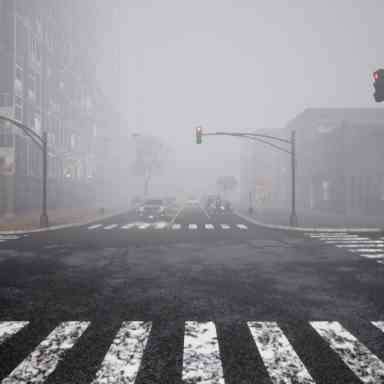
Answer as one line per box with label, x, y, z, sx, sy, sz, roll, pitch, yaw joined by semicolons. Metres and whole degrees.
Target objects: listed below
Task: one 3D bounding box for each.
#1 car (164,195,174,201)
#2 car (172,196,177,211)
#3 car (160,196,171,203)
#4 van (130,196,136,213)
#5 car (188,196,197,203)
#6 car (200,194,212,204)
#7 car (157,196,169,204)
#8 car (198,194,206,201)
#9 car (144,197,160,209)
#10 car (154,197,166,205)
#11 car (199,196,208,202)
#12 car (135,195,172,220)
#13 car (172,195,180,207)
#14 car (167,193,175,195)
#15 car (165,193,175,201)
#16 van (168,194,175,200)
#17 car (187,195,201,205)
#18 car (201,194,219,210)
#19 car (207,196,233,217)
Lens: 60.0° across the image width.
car;-5.686;1.556;81.990;2.008;1.369;4.403;1;0;0
car;-3.104;1.552;37.581;2.033;1.411;5.357;0;0;0
car;-5.685;1.571;70.643;1.947;1.339;4.313;1;0;0
van;-5.677;1.345;36.599;1.690;1.788;3.998;1;0;0
car;0.089;1.531;69.838;1.812;1.442;4.674;0;0;0
car;2.700;1.320;65.009;2.192;1.841;5.009;1;0;0
car;-5.685;1.571;64.969;1.947;1.339;4.313;1;0;0
car;2.695;1.446;87.704;1.967;1.590;4.097;1;0;0
car;-5.682;1.530;47.777;1.752;1.417;4.829;1;0;0
car;-5.684;1.587;59.295;1.802;1.307;4.206;1;0;0
car;2.694;1.571;76.357;1.947;1.339;4.313;1;0;0
car;-3.136;1.356;28.108;2.097;1.767;4.553;0;0;1
car;-3.100;1.530;47.600;1.812;1.442;4.674;0;0;0
car;-3.061;1.483;57.727;1.882;1.535;5.008;0;0;0
car;-5.682;1.321;87.665;2.192;1.841;5.009;1;0;0
van;-5.684;1.347;93.338;1.690;1.788;3.998;1;0;0
car;0.094;1.606;56.595;1.895;1.301;4.718;0;0;0
car;2.703;1.320;42.312;2.192;1.841;5.009;1;0;0
car;2.702;1.444;30.964;1.967;1.590;4.097;1;0;0
